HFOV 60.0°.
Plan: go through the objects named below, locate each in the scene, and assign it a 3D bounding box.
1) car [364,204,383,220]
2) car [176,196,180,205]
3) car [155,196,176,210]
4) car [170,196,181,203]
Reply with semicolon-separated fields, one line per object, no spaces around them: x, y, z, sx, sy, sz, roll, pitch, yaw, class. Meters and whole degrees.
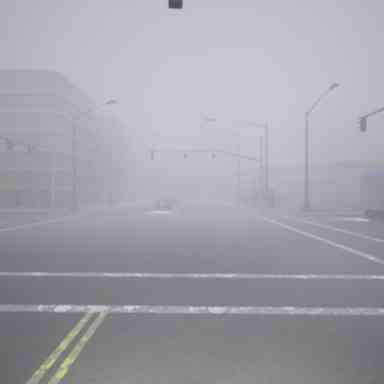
16.430;1.534;27.138;4.181;1.385;1.994;0;0;0;car
-3.500;1.485;55.588;2.033;1.411;5.357;0;0;1;car
-3.541;1.445;42.355;2.128;1.511;4.902;0;0;0;car
-3.431;1.480;69.100;1.994;1.385;4.181;0;0;0;car
